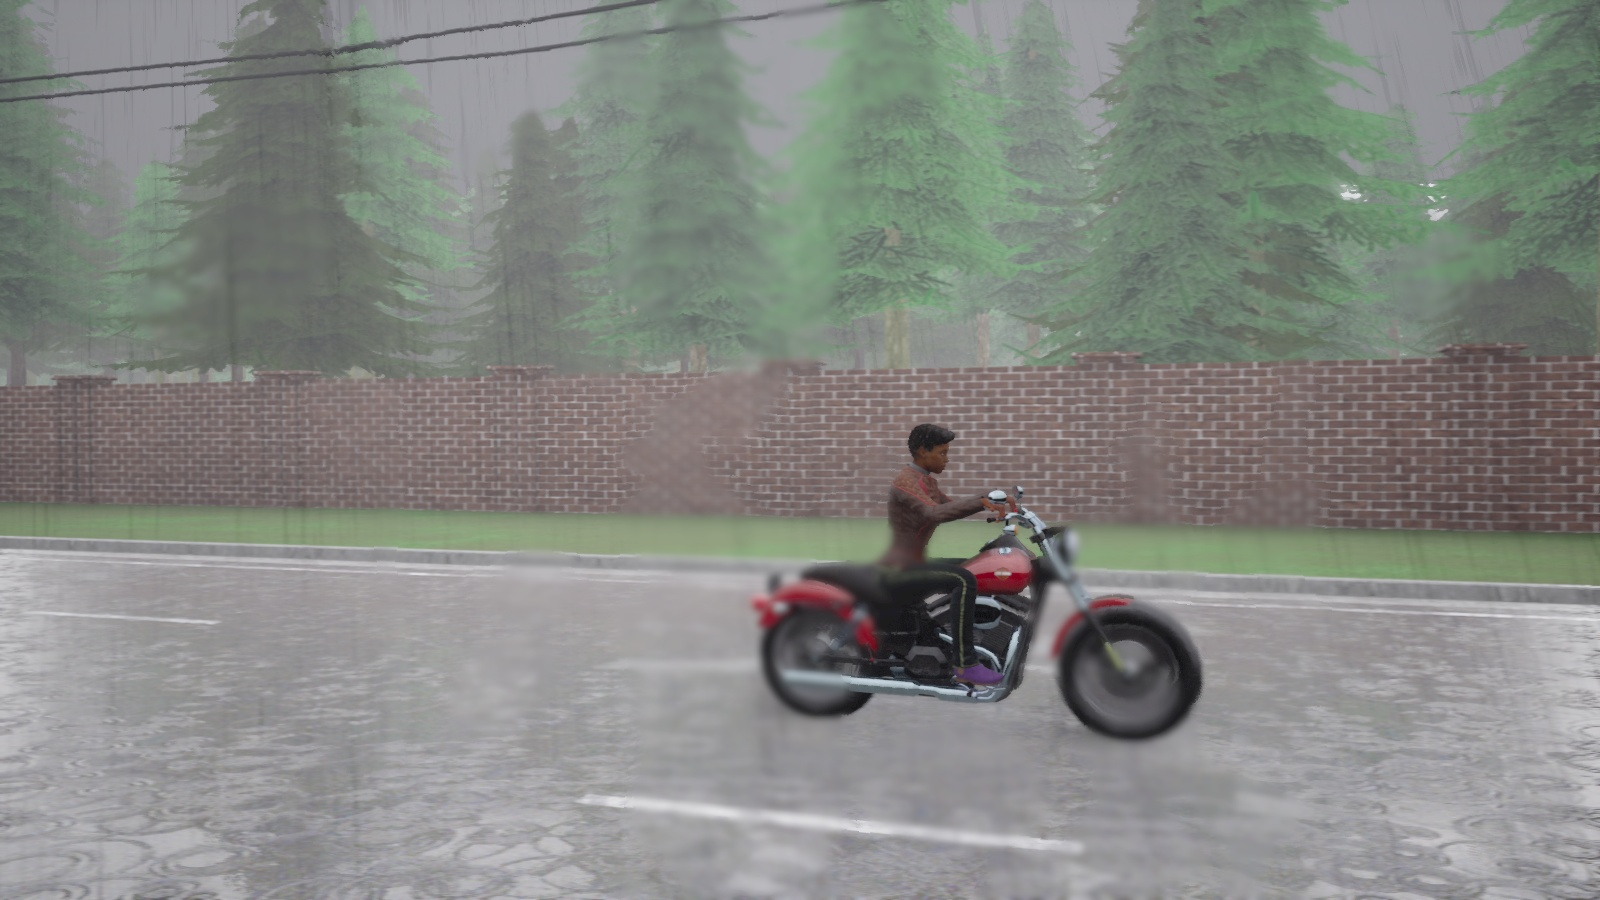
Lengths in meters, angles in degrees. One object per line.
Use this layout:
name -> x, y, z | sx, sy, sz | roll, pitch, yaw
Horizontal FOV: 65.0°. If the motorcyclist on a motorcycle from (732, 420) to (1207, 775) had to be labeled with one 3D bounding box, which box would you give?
motorcyclist on a motorcycle -> 0.883, 0.675, 6.587 | 2.350, 1.649, 0.766 | 1, 1, 19
